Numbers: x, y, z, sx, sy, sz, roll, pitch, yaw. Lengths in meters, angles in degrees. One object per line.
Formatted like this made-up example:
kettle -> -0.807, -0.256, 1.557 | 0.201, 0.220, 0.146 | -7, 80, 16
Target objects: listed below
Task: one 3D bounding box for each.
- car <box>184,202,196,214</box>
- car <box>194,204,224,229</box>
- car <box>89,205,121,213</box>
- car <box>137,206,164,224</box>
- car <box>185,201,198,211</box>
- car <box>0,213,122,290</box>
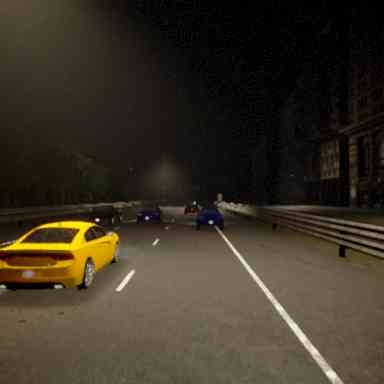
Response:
car -> 0.013, 2.207, 44.097 | 1.994, 1.385, 4.181 | 0, -1, 0
car -> 1.221, 1.809, 23.640 | 1.812, 1.442, 4.674 | 0, -1, 0
car -> -6.905, 1.834, 26.735 | 1.837, 1.490, 4.892 | 0, -1, 0
car -> -3.406, 1.870, 27.621 | 1.812, 1.442, 4.674 | 0, -1, 0
car -> -0.012, 2.386, 57.268 | 2.128, 1.511, 4.902 | 0, -1, 0
car -> -3.404, 1.583, 9.414 | 1.882, 1.535, 5.008 | 0, -1, 0
